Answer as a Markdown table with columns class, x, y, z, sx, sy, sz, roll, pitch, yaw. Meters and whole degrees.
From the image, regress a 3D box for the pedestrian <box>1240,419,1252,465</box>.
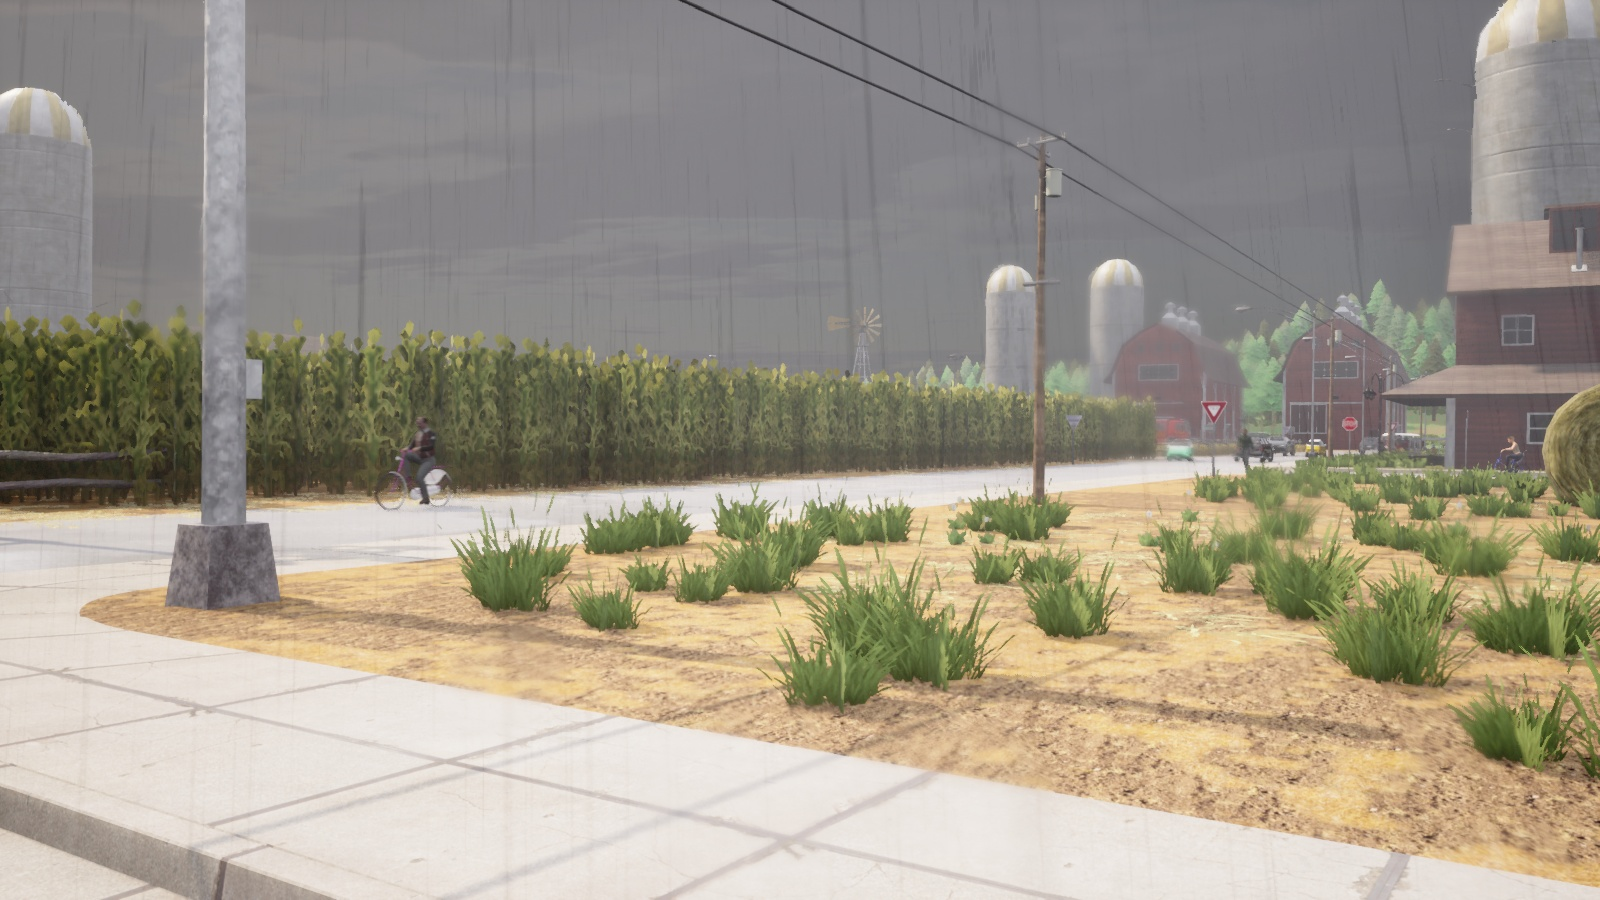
| class | x | y | z | sx | sy | sz | roll | pitch | yaw |
| --- | --- | --- | --- | --- | --- | --- | --- | --- | --- |
| pedestrian | 18.151 | -0.320 | 51.088 | 0.353 | 1.847 | 0.614 | 0 | 1 | 28 |

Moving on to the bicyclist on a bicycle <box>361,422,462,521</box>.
| class | x | y | z | sx | sy | sz | roll | pitch | yaw |
| --- | --- | --- | --- | --- | --- | --- | --- | --- | --- |
| bicyclist on a bicycle | -7.289 | 0.380 | 23.634 | 0.659 | 1.776 | 1.843 | 0 | 1 | 31 |

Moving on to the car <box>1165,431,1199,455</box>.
| class | x | y | z | sx | sy | sz | roll | pitch | yaw |
| --- | --- | --- | --- | --- | --- | --- | --- | --- | --- |
| car | 22.616 | -0.397 | 74.329 | 1.481 | 1.376 | 2.207 | 0 | 1 | 31 |

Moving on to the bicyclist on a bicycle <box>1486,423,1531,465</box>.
| class | x | y | z | sx | sy | sz | roll | pitch | yaw |
| --- | --- | --- | --- | --- | --- | --- | --- | --- | --- |
| bicyclist on a bicycle | 27.477 | -0.238 | 48.707 | 1.509 | 1.612 | 0.866 | 0 | 1 | 29 |

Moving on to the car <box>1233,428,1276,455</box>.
| class | x | y | z | sx | sy | sz | roll | pitch | yaw |
| --- | --- | --- | --- | --- | --- | --- | --- | --- | --- |
| car | 27.273 | -0.528 | 75.336 | 1.789 | 1.549 | 3.705 | 0 | 1 | 30 |
